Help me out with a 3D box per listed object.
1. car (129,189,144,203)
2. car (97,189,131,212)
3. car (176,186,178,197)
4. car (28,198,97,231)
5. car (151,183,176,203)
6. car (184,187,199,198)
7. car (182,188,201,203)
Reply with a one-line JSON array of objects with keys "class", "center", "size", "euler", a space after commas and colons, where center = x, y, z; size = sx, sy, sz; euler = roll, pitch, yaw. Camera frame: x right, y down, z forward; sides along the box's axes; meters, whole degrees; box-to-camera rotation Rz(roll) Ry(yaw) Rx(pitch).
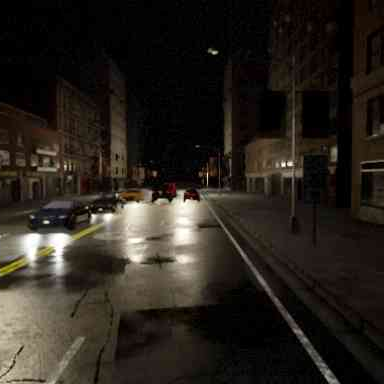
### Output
[{"class": "car", "center": [-6.619, 0.383, 37.535], "size": [1.882, 1.535, 5.008], "euler": [0, 2, 1]}, {"class": "car", "center": [-6.642, 0.793, 26.735], "size": [2.033, 1.411, 5.357], "euler": [0, 2, 0]}, {"class": "car", "center": [-3.335, -0.228, 48.185], "size": [2.150, 2.045, 5.566], "euler": [0, 2, 0]}, {"class": "car", "center": [-6.621, 1.116, 17.083], "size": [1.994, 1.385, 4.181], "euler": [0, 2, 0]}, {"class": "car", "center": [-3.318, 0.099, 37.761], "size": [2.150, 2.045, 5.566], "euler": [0, 2, 0]}, {"class": "car", "center": [-0.083, 0.079, 48.161], "size": [2.033, 1.411, 5.357], "euler": [0, 2, 0]}, {"class": "car", "center": [-0.066, 0.363, 37.745], "size": [1.837, 1.490, 4.892], "euler": [0, 2, 0]}]
